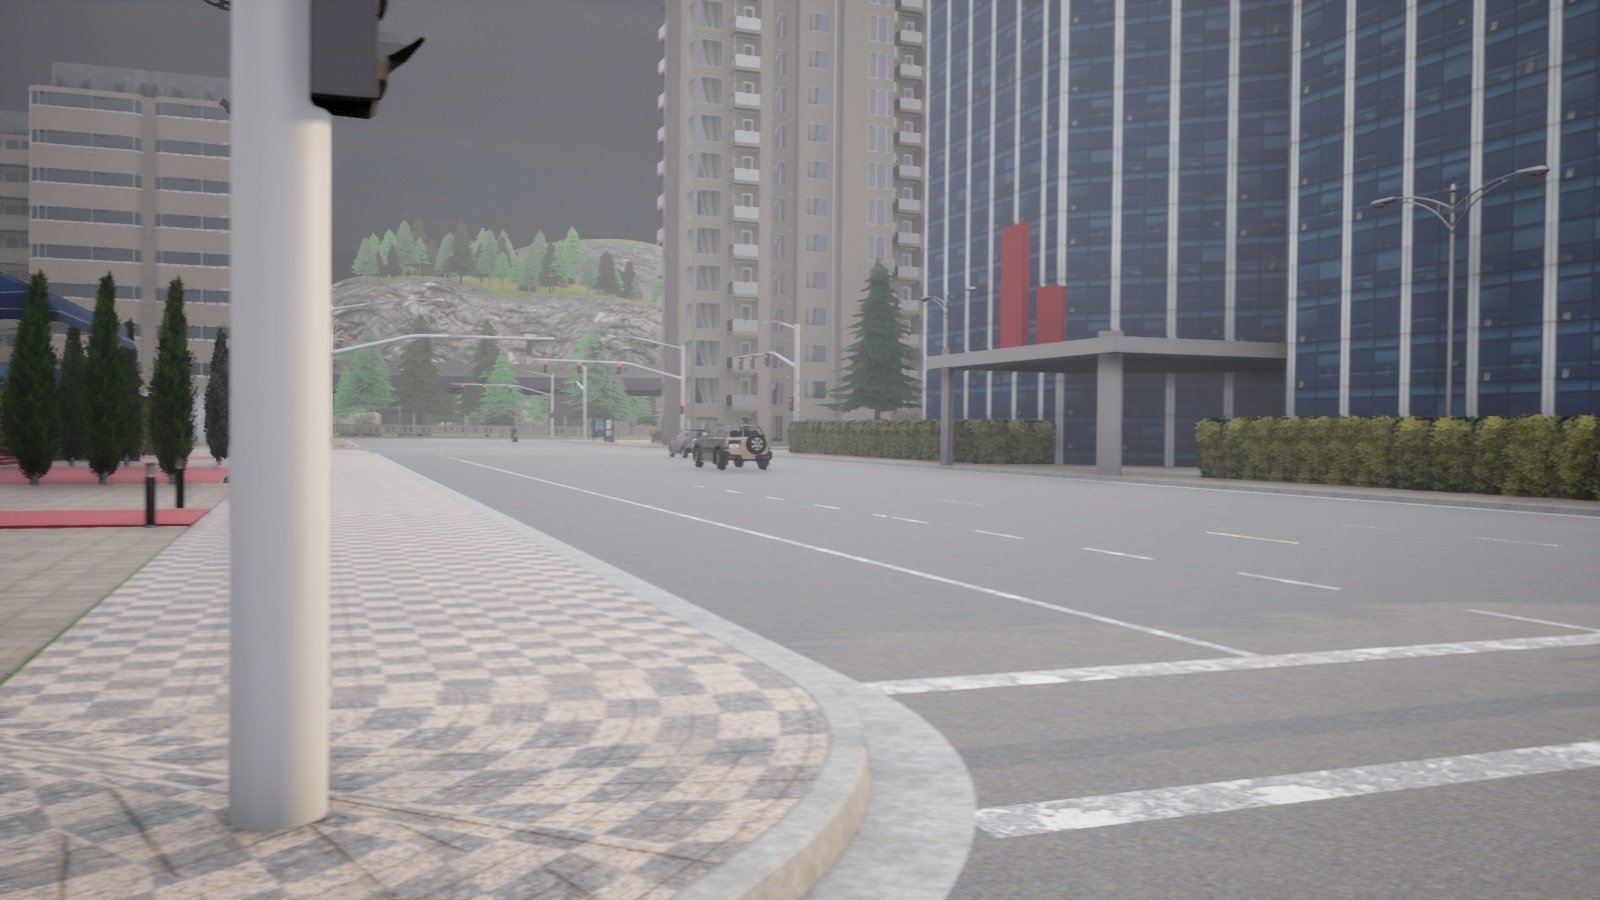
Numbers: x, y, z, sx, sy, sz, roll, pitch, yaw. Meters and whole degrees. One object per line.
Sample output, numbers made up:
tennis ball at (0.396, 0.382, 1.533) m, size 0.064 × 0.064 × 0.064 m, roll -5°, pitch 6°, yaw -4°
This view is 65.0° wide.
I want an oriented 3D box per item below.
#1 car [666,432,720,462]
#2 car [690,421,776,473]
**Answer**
car at (-5.629, -0.195, 65.614) m, size 1.845 × 1.501 × 3.633 m, roll -1°, pitch 1°, yaw -21°
car at (-2.621, -0.140, 48.147) m, size 1.932 × 1.855 × 4.605 m, roll -1°, pitch 1°, yaw -21°
